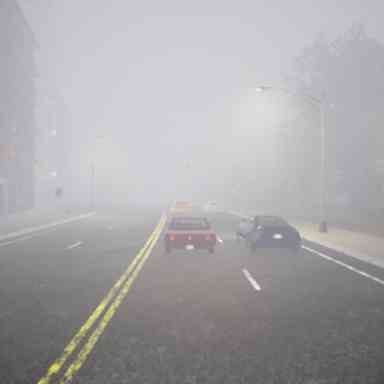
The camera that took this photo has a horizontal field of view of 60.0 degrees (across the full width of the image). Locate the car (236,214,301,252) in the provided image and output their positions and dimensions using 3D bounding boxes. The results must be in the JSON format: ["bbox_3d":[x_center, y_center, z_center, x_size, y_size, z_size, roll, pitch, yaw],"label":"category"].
[{"bbox_3d":[3.105,1.619,14.251,1.994,1.385,4.181,0,0,-2],"label":"car"}]

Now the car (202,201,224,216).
[{"bbox_3d":[2.107,1.655,34.353,1.812,1.442,4.674,0,0,-4],"label":"car"}]

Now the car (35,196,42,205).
[{"bbox_3d":[-27.138,1.313,54.915,4.097,1.590,1.967,1,-1,-13],"label":"car"}]

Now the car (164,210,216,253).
[{"bbox_3d":[-0.125,1.659,13.938,1.895,1.301,4.718,0,0,-2],"label":"car"}]

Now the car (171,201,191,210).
[{"bbox_3d":[-1.116,1.610,33.832,1.882,1.535,5.008,0,0,-4],"label":"car"}]
